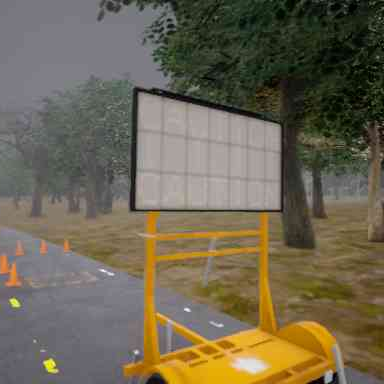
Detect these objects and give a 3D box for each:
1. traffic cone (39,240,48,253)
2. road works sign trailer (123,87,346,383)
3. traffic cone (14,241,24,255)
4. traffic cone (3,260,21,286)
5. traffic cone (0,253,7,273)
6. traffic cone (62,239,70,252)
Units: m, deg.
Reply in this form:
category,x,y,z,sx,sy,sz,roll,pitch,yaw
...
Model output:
category,x,y,z,sx,sy,sz,roll,pitch,yaw
traffic cone,-6.801,2.481,15.262,0.340,0.580,0.340,3,-3,-35
road works sign trailer,0.185,0.654,4.325,2.380,3.560,2.880,3,-3,-36
traffic cone,-7.615,2.444,14.683,0.340,0.580,0.340,3,-3,-35
traffic cone,-4.944,2.262,9.221,0.340,0.580,0.340,3,-3,-35
traffic cone,-6.105,2.310,10.848,0.340,0.580,0.340,3,-3,-35
traffic cone,-5.987,2.518,15.842,0.340,0.580,0.340,3,-3,-35
